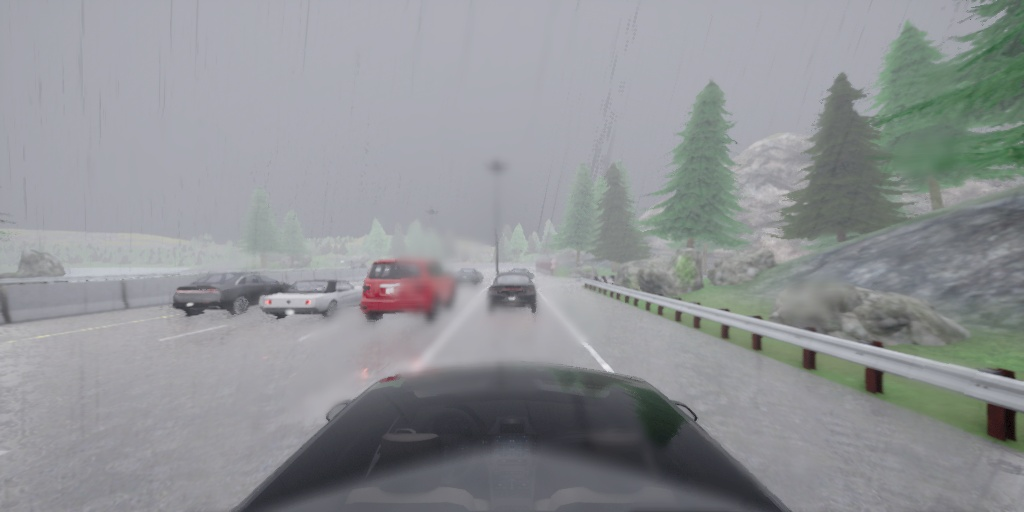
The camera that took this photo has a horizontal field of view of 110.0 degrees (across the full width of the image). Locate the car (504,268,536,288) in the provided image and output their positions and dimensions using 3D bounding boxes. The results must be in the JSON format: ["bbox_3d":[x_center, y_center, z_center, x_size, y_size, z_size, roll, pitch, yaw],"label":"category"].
[{"bbox_3d":[0.725,1.698,29.145,1.994,1.385,4.181,0,-1,11],"label":"car"}]

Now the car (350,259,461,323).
[{"bbox_3d":[-3.462,1.132,13.021,2.150,2.045,5.566,0,-1,1],"label":"car"}]

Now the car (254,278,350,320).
[{"bbox_3d":[-6.955,1.516,13.502,1.895,1.301,4.718,0,-1,1],"label":"car"}]

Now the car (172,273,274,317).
[{"bbox_3d":[-10.449,1.416,14.118,2.128,1.511,4.902,0,-1,1],"label":"car"}]

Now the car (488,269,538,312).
[{"bbox_3d":[0.059,1.417,15.269,1.882,1.535,5.008,0,-1,0],"label":"car"}]

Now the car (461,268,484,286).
[{"bbox_3d":[-3.465,1.702,29.424,1.994,1.385,4.181,0,-1,0],"label":"car"}]
